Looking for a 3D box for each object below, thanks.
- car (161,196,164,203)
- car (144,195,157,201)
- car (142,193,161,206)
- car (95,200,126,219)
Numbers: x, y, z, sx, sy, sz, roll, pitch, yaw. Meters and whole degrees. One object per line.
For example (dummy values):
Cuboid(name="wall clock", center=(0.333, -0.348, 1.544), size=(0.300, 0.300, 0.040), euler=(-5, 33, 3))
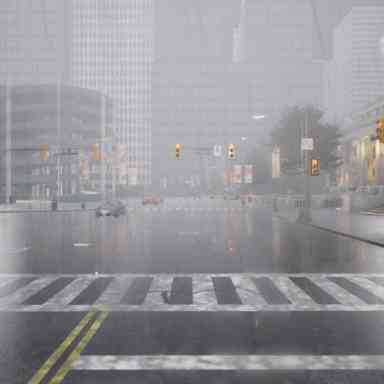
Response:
Cuboid(name="car", center=(-6.946, 1.511, 69.215), size=(2.128, 1.511, 4.902), euler=(0, 0, 1))
Cuboid(name="car", center=(-10.445, 1.548, 83.248), size=(1.994, 1.385, 4.181), euler=(0, 0, -25))
Cuboid(name="car", center=(-6.993, 1.218, 56.192), size=(2.150, 2.045, 5.566), euler=(0, 0, 0))
Cuboid(name="car", center=(-7.044, 1.491, 29.142), size=(2.128, 1.511, 4.902), euler=(0, 0, 0))
